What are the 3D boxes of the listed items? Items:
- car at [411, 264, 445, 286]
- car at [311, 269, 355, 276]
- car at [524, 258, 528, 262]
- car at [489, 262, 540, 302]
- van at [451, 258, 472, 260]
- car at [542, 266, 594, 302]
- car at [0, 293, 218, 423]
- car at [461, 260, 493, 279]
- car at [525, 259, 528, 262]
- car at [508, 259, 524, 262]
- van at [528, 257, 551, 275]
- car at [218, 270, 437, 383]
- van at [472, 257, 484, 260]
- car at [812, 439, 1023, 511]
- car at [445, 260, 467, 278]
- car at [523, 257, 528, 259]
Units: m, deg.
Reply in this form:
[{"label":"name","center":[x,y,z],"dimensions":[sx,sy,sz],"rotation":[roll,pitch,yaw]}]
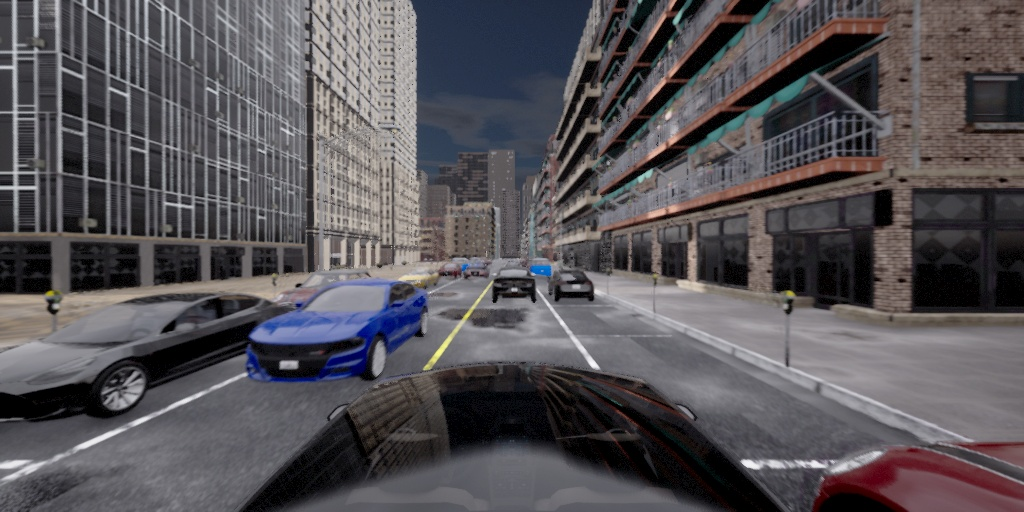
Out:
[{"label":"car","center":[-5.698,1.279,22.344],"dimensions":[1.751,1.417,4.829],"rotation":[0,0,0]},{"label":"car","center":[-5.695,1.190,11.460],"dimensions":[1.967,1.591,4.097],"rotation":[0,0,0]},{"label":"car","center":[2.677,1.316,44.626],"dimensions":[2.007,1.370,4.403],"rotation":[0,0,0]},{"label":"car","center":[0.096,1.230,17.151],"dimensions":[1.882,1.535,5.008],"rotation":[0,0,0]},{"label":"van","center":[-5.702,1.102,39.098],"dimensions":[1.690,1.789,3.998],"rotation":[0,0,0]},{"label":"car","center":[2.684,1.318,16.989],"dimensions":[1.948,1.339,4.313],"rotation":[0,0,0]},{"label":"car","center":[-5.693,1.315,5.932],"dimensions":[1.948,1.339,4.313],"rotation":[0,0,0]},{"label":"car","center":[-3.054,1.323,31.878],"dimensions":[1.994,1.385,4.181],"rotation":[0,0,0]},{"label":"car","center":[2.679,1.307,39.099],"dimensions":[1.888,1.381,4.507],"rotation":[0,0,0]},{"label":"car","center":[0.089,1.311,42.849],"dimensions":[2.033,1.411,5.357],"rotation":[0,0,0]},{"label":"van","center":[2.680,1.100,33.571],"dimensions":[1.690,1.789,3.998],"rotation":[0,0,0]},{"label":"car","center":[-3.087,1.227,7.457],"dimensions":[1.882,1.535,5.008],"rotation":[0,0,0]},{"label":"van","center":[-5.707,1.114,55.679],"dimensions":[1.690,1.789,3.998],"rotation":[0,0,0]},{"label":"car","center":[2.689,1.190,0.406],"dimensions":[1.967,1.591,4.097],"rotation":[0,0,0]},{"label":"car","center":[-5.700,1.303,33.570],"dimensions":[1.888,1.381,4.507],"rotation":[0,0,0]},{"label":"car","center":[2.674,1.084,50.155],"dimensions":[2.192,1.841,5.009],"rotation":[0,0,0]}]
